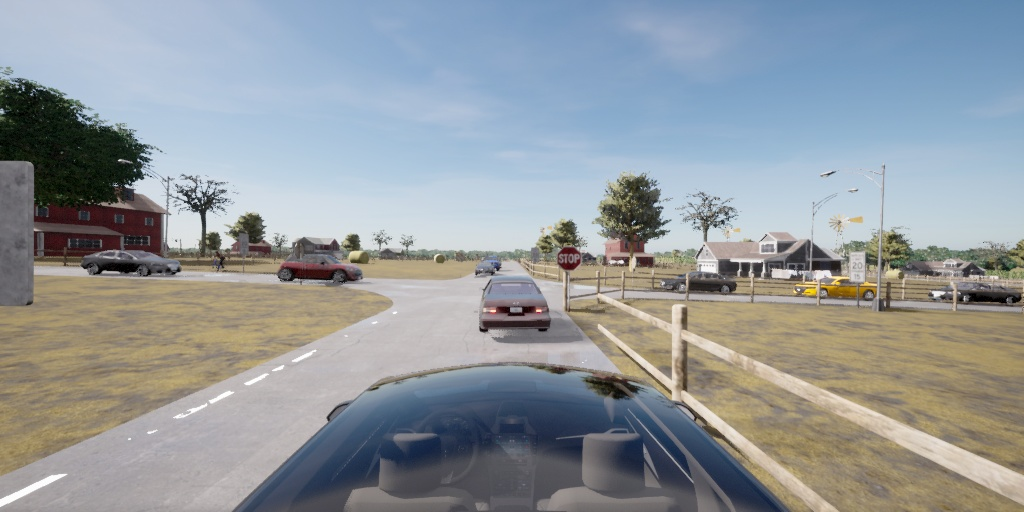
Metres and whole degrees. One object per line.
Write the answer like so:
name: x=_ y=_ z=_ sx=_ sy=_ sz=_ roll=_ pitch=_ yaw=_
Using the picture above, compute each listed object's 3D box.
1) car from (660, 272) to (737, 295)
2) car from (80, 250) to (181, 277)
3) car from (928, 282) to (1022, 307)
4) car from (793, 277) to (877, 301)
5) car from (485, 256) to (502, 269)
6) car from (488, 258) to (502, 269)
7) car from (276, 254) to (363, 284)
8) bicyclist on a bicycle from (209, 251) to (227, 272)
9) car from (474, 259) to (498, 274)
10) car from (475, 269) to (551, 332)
car: x=12.708 y=1.805 z=24.570 sx=4.892 sy=1.490 sz=1.837 roll=2 pitch=0 yaw=-2
car: x=-22.839 y=0.420 z=21.632 sx=4.902 sy=1.511 sz=2.128 roll=2 pitch=0 yaw=0
car: x=31.675 y=2.555 z=24.632 sx=4.902 sy=1.511 sz=2.128 roll=2 pitch=0 yaw=0
car: x=22.199 y=2.155 z=24.628 sx=5.008 sy=1.535 sz=1.882 roll=2 pitch=0 yaw=0
car: x=-2.824 y=0.993 z=48.959 sx=2.150 sy=2.045 sz=5.566 roll=0 pitch=0 yaw=0
car: x=-2.821 y=1.137 z=59.070 sx=2.097 sy=1.767 sz=4.553 roll=0 pitch=0 yaw=0
car: x=-11.613 y=0.705 z=21.974 sx=4.553 sy=1.767 sz=2.097 roll=2 pitch=0 yaw=-4
bicyclist on a bicycle: x=-22.612 y=0.407 z=27.619 sx=0.582 sy=1.620 sz=1.656 roll=2 pitch=0 yaw=0
car: x=-2.843 y=1.290 z=38.371 sx=1.812 sy=1.442 sz=4.674 roll=0 pitch=0 yaw=0
car: x=-0.032 y=1.299 z=10.844 sx=2.033 sy=1.411 sz=5.357 roll=0 pitch=0 yaw=-3
